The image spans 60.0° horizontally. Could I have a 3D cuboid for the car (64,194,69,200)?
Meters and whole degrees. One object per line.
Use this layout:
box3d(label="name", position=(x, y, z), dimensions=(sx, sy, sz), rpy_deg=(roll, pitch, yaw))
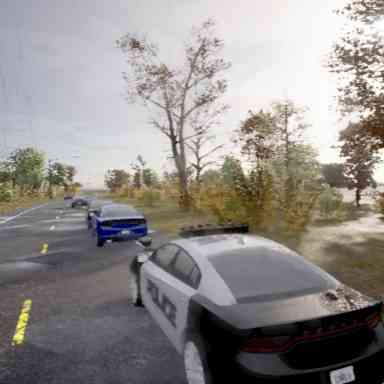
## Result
box3d(label="car", position=(-27.518, 1.081, 74.552), dimensions=(1.994, 1.385, 4.181), rpy_deg=(-2, 1, -15))

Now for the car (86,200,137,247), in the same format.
box3d(label="car", position=(-3.288, 1.289, 14.360), dimensions=(1.882, 1.535, 5.008), rpy_deg=(-2, 1, -21))

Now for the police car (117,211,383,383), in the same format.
box3d(label="police car", position=(0.297, 1.316, 5.190), dimensions=(1.930, 1.638, 5.238), rpy_deg=(-2, 1, -22))

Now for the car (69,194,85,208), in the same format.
box3d(label="car", position=(-14.036, 1.160, 41.603), dimensions=(1.812, 1.442, 4.674), rpy_deg=(-2, 1, -17))

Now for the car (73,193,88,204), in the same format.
box3d(label="car", position=(-18.140, 1.054, 54.149), dimensions=(2.128, 1.511, 4.902), rpy_deg=(-2, 1, -17))

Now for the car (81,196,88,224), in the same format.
box3d(label="car", position=(-5.393, 1.242, 19.951), dimensions=(1.882, 1.535, 5.008), rpy_deg=(-2, 1, -20))
